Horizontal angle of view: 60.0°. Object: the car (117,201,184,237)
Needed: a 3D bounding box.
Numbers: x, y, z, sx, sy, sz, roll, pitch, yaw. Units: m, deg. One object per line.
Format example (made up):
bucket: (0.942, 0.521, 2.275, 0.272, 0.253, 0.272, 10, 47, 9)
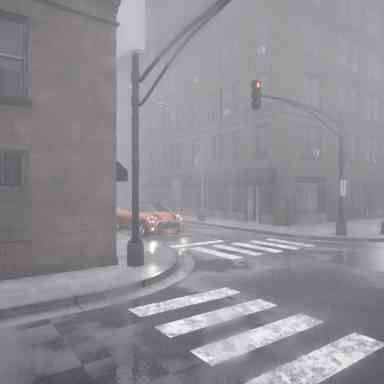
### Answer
car: (-2.351, 1.263, 17.527, 2.097, 1.767, 4.553, 0, 0, -35)
